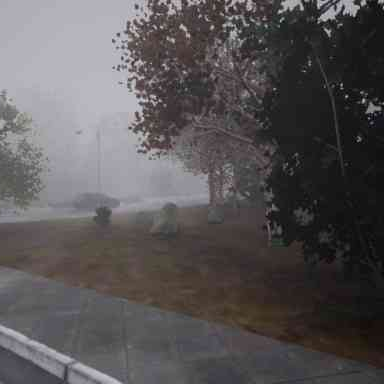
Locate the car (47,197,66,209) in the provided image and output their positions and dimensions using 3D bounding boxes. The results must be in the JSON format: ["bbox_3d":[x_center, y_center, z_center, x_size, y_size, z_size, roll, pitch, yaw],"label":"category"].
[{"bbox_3d":[-15.912,1.355,43.298,2.033,1.411,5.357,0,2,39],"label":"car"}]

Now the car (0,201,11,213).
[{"bbox_3d":[-22.151,1.532,35.556,1.837,1.490,4.892,0,1,39],"label":"car"}]

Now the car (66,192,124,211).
[{"bbox_3d":[-10.931,1.039,38.010,2.150,2.045,5.566,0,2,38],"label":"car"}]

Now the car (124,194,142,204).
[{"bbox_3d":[-9.628,0.983,51.076,1.994,1.385,4.181,0,3,39],"label":"car"}]
